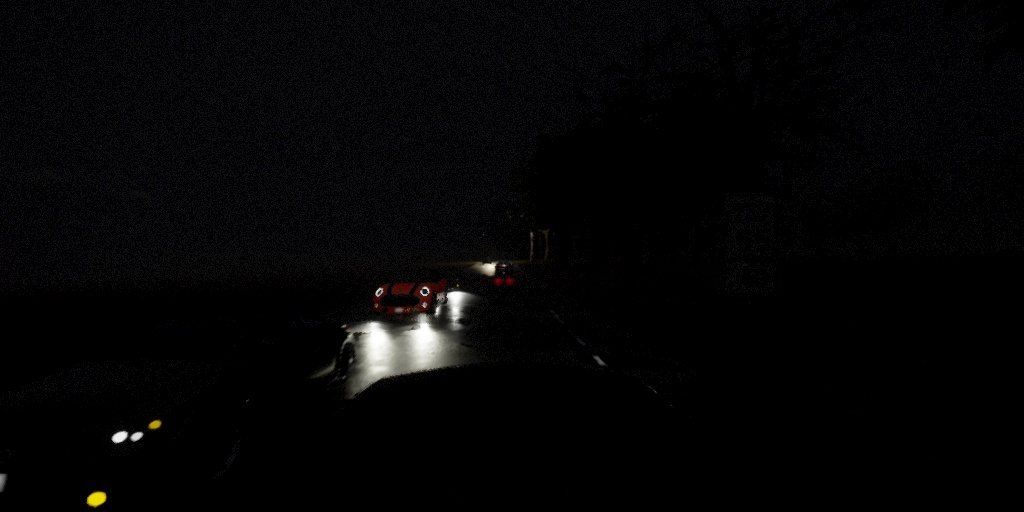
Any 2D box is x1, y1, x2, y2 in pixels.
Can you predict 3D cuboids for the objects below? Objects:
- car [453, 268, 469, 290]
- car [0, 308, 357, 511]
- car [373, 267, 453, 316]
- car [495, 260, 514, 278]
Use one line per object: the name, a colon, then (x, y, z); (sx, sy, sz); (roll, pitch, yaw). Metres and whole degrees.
car: (-4.088, 1.524, 24.186); (1.994, 1.385, 4.181); (-1, 0, 0)
car: (-3.603, 1.379, 4.422); (1.994, 1.385, 4.181); (-1, -1, -1)
car: (-3.858, 1.255, 14.329); (2.097, 1.767, 4.553); (-1, 0, -1)
car: (-0.804, 1.467, 37.490); (2.128, 1.511, 4.902); (-1, 0, -1)
